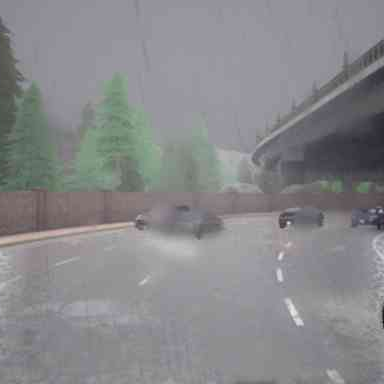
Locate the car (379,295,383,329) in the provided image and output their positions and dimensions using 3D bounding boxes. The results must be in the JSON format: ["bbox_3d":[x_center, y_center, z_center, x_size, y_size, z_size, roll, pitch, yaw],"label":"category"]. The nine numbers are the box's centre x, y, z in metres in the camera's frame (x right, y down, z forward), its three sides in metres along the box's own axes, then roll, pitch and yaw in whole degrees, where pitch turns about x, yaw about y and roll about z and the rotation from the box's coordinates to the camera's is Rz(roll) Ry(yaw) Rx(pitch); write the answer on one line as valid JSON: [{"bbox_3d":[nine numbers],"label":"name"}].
[{"bbox_3d":[3.761,1.560,3.300,1.812,1.442,4.674,0,-1,3],"label":"car"}]

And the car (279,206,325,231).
[{"bbox_3d":[7.638,1.732,22.880,1.837,1.490,4.892,-1,-2,39],"label":"car"}]

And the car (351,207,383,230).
[{"bbox_3d":[12.756,1.758,23.292,4.674,1.442,1.812,1,-1,-44],"label":"car"}]

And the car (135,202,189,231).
[{"bbox_3d":[-1.679,1.569,21.774,2.097,1.767,4.553,0,-1,31],"label":"car"}]

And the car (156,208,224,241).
[{"bbox_3d":[0.180,1.743,17.959,1.994,1.385,4.181,0,-1,27],"label":"car"}]
